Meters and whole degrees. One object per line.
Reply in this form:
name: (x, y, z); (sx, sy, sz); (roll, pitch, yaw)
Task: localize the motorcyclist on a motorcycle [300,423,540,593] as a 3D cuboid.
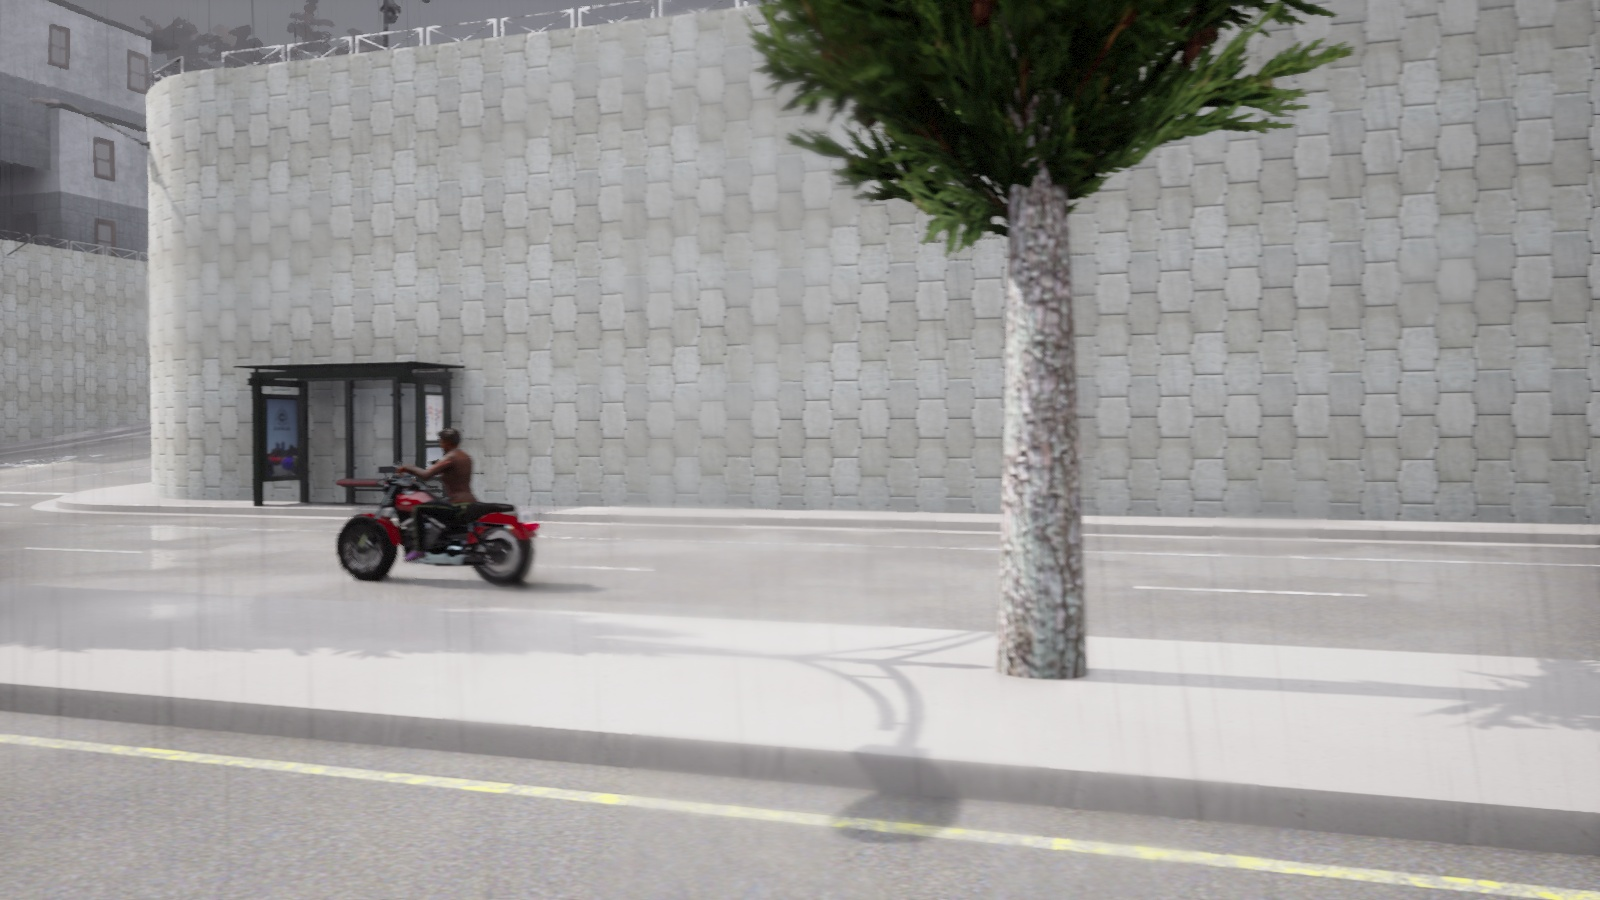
motorcyclist on a motorcycle: (-3.921, 0.555, 12.951); (2.350, 1.649, 0.766); (0, 1, 19)
